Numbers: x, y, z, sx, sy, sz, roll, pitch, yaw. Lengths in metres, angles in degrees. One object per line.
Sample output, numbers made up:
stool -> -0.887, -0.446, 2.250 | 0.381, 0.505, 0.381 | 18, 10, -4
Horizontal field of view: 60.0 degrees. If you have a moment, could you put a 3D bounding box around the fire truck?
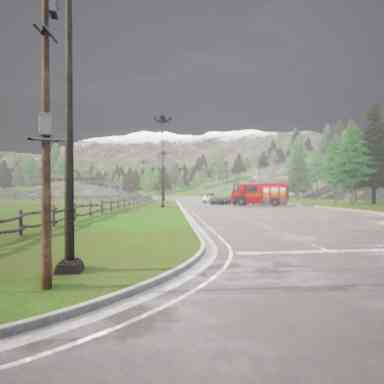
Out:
fire truck -> 10.362, 0.212, 50.920 | 8.468, 3.827, 2.891 | 0, 0, 21

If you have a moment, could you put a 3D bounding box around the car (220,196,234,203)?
car -> 6.835, 1.460, 65.039 | 1.895, 1.301, 4.718 | 0, 0, -4

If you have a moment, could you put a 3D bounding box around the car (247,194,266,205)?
car -> 10.903, 1.212, 56.701 | 2.097, 1.767, 4.553 | 0, 0, -4

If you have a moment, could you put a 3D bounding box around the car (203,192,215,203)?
car -> 3.342, 1.093, 64.804 | 2.150, 2.045, 5.566 | 0, 0, -4

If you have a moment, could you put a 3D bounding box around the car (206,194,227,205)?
car -> 4.011, 1.451, 54.739 | 1.994, 1.385, 4.181 | 0, 0, -4
